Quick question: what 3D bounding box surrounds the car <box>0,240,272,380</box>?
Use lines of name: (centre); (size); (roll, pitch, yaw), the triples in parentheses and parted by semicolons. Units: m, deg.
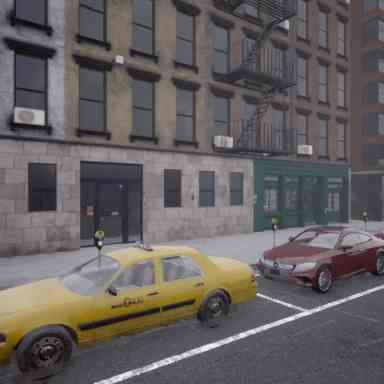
car: (-1.036, 1.525, 5.455); (4.829, 1.417, 1.752); (0, 0, -36)

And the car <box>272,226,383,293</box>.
car: (3.588, 1.583, 8.768); (4.206, 1.307, 1.802); (0, 0, -36)
